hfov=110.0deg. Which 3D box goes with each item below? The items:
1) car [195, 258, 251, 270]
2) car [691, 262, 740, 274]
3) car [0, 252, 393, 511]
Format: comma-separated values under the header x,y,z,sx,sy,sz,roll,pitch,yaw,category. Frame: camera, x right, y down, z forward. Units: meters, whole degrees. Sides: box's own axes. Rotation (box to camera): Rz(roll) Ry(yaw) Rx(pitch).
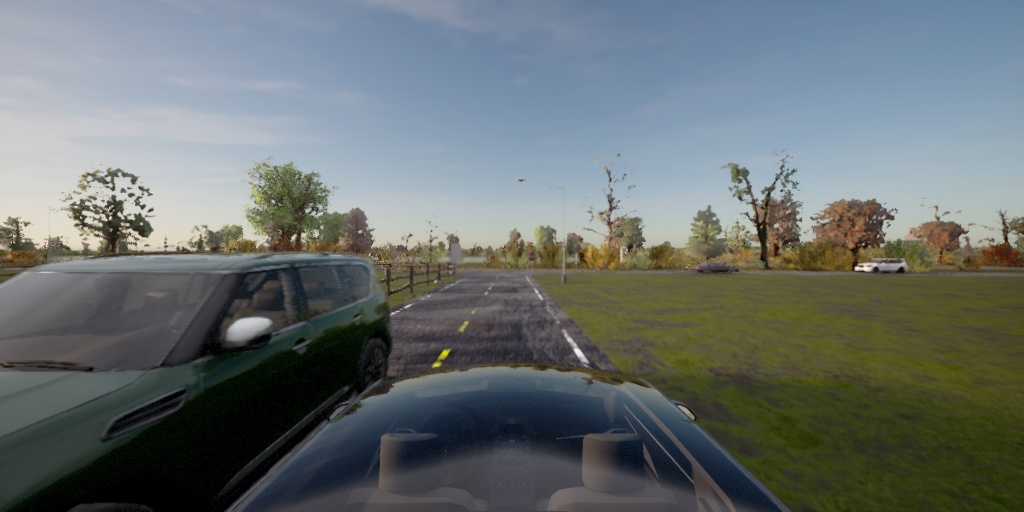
x,y,z,sx,sy,sz,roll,pitch,yaw,category
-36.327,1.040,45.161,5.357,1.411,2.033,1,0,0,car
25.399,1.473,44.975,5.357,1.411,2.033,0,0,0,car
-2.850,0.972,3.205,2.150,2.045,5.566,0,0,0,car
